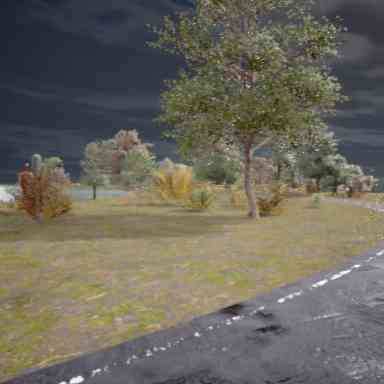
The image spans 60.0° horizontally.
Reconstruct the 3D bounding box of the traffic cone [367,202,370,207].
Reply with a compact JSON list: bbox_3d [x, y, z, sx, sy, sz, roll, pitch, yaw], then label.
[{"bbox_3d":[23.352,1.636,44.064,0.340,0.580,0.340,1,1,13],"label":"traffic cone"}]

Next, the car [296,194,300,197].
[{"bbox_3d":[24.282,0.557,80.650,1.994,1.385,4.181,1,1,-22],"label":"car"}]
